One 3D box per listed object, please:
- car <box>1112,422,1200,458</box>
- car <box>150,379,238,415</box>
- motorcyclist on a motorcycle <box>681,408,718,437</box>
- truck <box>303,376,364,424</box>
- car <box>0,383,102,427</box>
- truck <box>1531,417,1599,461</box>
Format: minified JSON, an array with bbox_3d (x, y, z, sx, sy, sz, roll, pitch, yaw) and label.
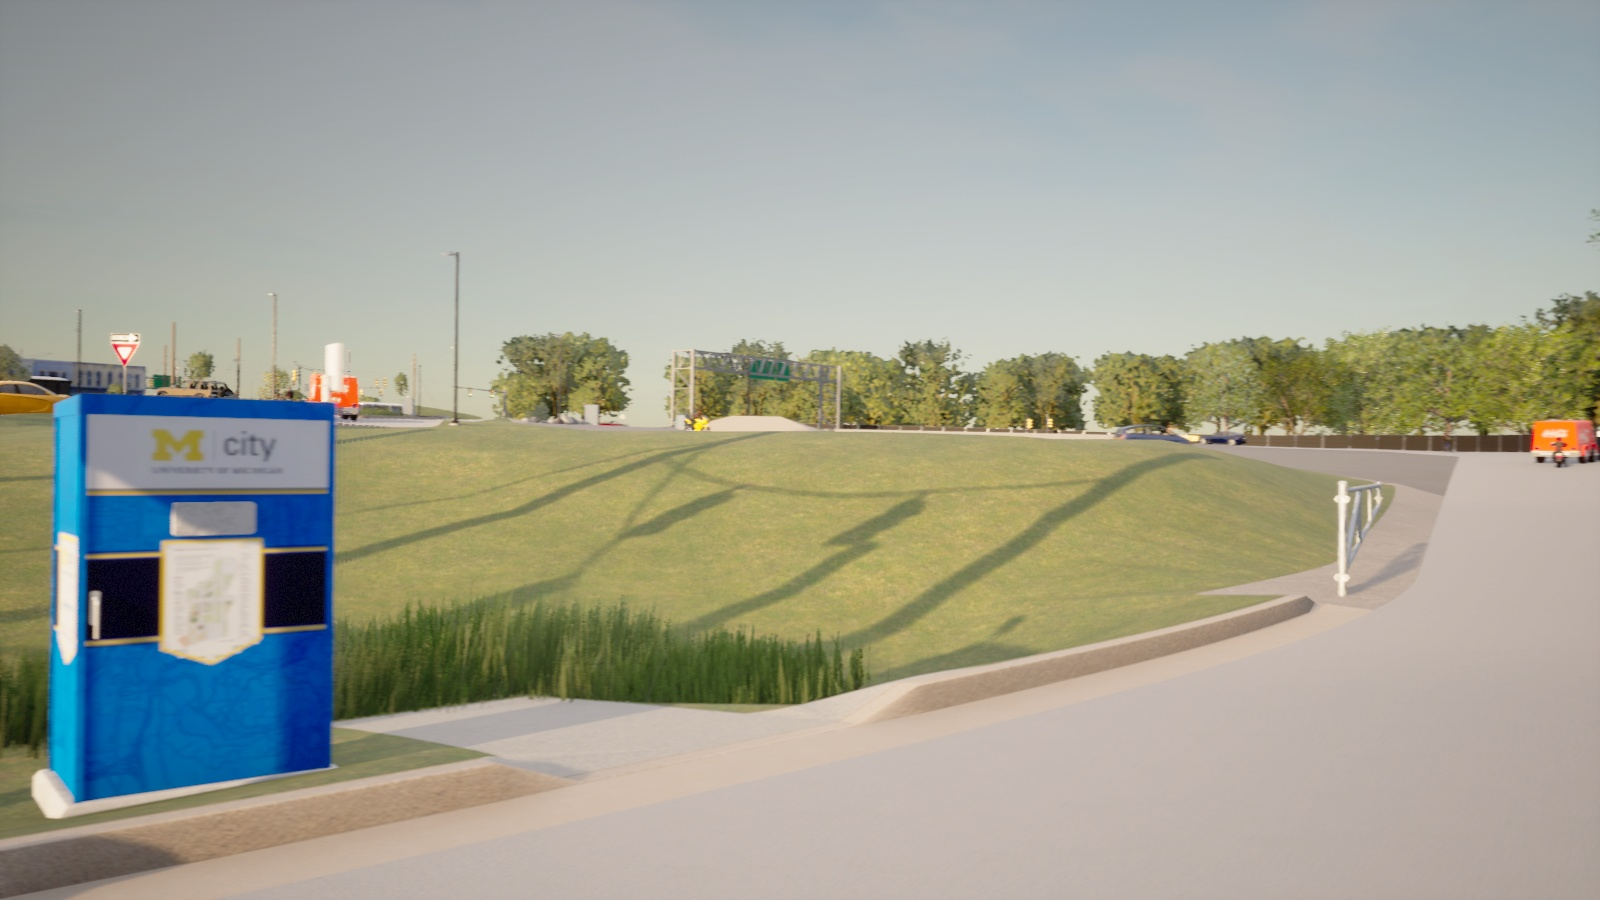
[{"bbox_3d":[17.219,-0.499,60.914,3.705,1.549,1.789,2,2,1],"label":"car"},{"bbox_3d":[-35.774,-3.140,74.125,4.605,1.855,1.932,3,0,20],"label":"car"},{"bbox_3d":[-5.525,-1.498,68.975,2.044,1.523,0.797,4,2,40],"label":"motorcyclist on a motorcycle"},{"bbox_3d":[-25.729,-2.792,69.116,2.627,2.467,5.204,1,3,-26],"label":"truck"},{"bbox_3d":[-29.911,-1.772,48.297,5.008,1.535,1.882,1,4,-43],"label":"car"},{"bbox_3d":[44.607,-0.672,72.766,2.627,2.467,5.204,0,2,45],"label":"truck"}]
